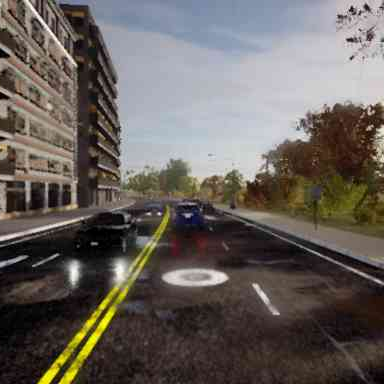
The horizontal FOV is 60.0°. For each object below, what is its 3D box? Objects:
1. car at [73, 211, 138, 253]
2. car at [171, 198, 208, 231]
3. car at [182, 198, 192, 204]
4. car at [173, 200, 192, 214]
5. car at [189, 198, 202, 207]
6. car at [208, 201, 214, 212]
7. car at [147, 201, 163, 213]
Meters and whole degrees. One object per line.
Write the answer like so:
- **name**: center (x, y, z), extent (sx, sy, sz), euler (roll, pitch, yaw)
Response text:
- **car**: center (-3.550, 1.587, 14.392), extent (1.882, 1.535, 5.008), euler (0, 0, -1)
- **car**: center (-0.326, 1.514, 22.233), extent (2.097, 1.767, 4.553), euler (0, 0, -2)
- **car**: center (-1.222, 2.079, 77.231), extent (1.994, 1.385, 4.181), euler (0, 0, -7)
- **car**: center (-1.256, 1.788, 41.609), extent (2.128, 1.511, 4.902), euler (0, 0, -3)
- **car**: center (0.548, 1.900, 60.722), extent (1.882, 1.535, 5.008), euler (0, 0, -5)
- **car**: center (1.806, 1.862, 44.753), extent (2.033, 1.411, 5.357), euler (0, 0, -4)
- **car**: center (-4.703, 1.858, 42.938), extent (2.033, 1.411, 5.357), euler (0, 0, -3)
